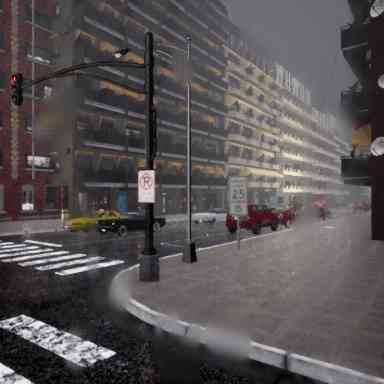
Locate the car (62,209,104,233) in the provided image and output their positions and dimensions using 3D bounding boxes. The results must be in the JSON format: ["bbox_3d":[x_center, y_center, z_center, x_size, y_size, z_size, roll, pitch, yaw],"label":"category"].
[{"bbox_3d":[-6.165,1.834,21.962,1.752,1.417,4.829,-1,-2,35],"label":"car"}]

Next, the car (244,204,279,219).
[{"bbox_3d":[7.939,2.171,37.532,2.128,1.511,4.902,0,-1,35],"label":"car"}]

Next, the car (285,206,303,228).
[{"bbox_3d":[7.304,2.043,26.638,1.887,1.381,4.507,-1,-2,35],"label":"car"}]

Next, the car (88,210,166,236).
[{"bbox_3d":[-3.787,1.911,20.817,1.895,1.301,4.718,0,-1,35],"label":"car"}]

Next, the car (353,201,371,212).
[{"bbox_3d":[30.050,2.522,59.112,2.192,1.841,5.009,-1,-2,35],"label":"car"}]

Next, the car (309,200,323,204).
[{"bbox_3d":[23.182,2.771,63.847,1.887,1.381,4.507,-1,-2,35],"label":"car"}]

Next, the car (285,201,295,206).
[{"bbox_3d":[13.333,2.446,49.792,1.752,1.417,4.829,-1,-2,35],"label":"car"}]

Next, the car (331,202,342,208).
[{"bbox_3d":[32.931,3.067,77.762,1.887,1.381,4.507,-1,-2,35],"label":"car"}]

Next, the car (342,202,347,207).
[{"bbox_3d":[39.432,3.282,87.040,1.947,1.339,4.313,-1,-2,35],"label":"car"}]

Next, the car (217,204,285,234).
[{"bbox_3d":[4.053,1.711,22.006,2.192,1.841,5.009,-1,-2,35],"label":"car"}]

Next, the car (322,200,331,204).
[{"bbox_3d":[26.429,2.640,68.490,2.192,1.841,5.009,-1,-2,35],"label":"car"}]

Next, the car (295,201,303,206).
[{"bbox_3d":[16.680,2.340,54.576,2.192,1.841,5.009,-1,-2,35],"label":"car"}]

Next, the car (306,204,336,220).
[{"bbox_3d":[13.804,2.284,35.914,1.802,1.307,4.206,-1,-2,35],"label":"car"}]

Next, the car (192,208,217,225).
[{"bbox_3d":[1.962,2.093,29.022,1.895,1.301,4.718,0,-1,35],"label":"car"}]

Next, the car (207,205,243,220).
[{"bbox_3d":[3.682,2.164,36.016,1.887,1.381,4.507,-1,-2,35],"label":"car"}]

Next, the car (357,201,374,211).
[{"bbox_3d":[33.300,2.622,63.751,2.192,1.841,5.009,-1,-2,35],"label":"car"}]
